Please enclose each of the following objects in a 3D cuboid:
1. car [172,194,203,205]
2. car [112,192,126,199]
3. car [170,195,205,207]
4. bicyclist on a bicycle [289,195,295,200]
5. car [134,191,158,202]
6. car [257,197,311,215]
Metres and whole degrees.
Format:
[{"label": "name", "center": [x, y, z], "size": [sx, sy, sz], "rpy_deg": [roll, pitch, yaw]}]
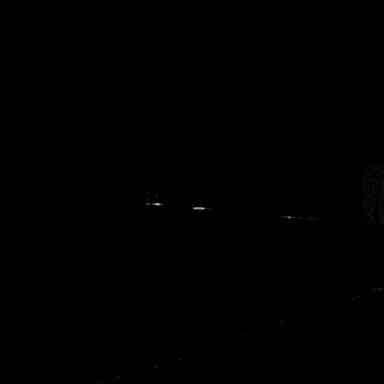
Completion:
[{"label": "car", "center": [-0.639, 1.028, 44.788], "size": [1.895, 1.301, 4.718], "rpy_deg": [1, 1, -35]}, {"label": "car", "center": [-13.904, 0.614, 63.930], "size": [1.994, 1.385, 4.181], "rpy_deg": [1, 0, -35]}, {"label": "car", "center": [-0.536, 1.020, 39.476], "size": [2.033, 1.411, 5.357], "rpy_deg": [1, 1, -35]}, {"label": "bicyclist on a bicycle", "center": [10.265, 1.137, 34.393], "size": [1.656, 1.620, 0.582], "rpy_deg": [0, 1, -35]}, {"label": "car", "center": [-6.694, 0.648, 48.405], "size": [2.097, 1.767, 4.553], "rpy_deg": [1, 1, -34]}, {"label": "car", "center": [7.595, 1.196, 27.767], "size": [2.128, 1.511, 4.902], "rpy_deg": [1, 1, -35]}]
